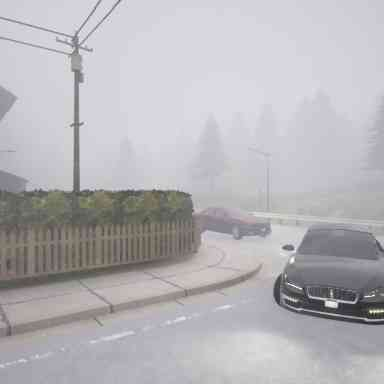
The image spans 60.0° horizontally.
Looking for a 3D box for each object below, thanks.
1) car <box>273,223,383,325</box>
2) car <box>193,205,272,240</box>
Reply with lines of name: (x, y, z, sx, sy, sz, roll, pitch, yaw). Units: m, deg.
car: (3.262, 1.505, 7.370, 1.837, 1.490, 4.892, 0, 0, 27)
car: (1.965, 1.478, 17.506, 1.882, 1.535, 5.008, 0, 0, -33)
